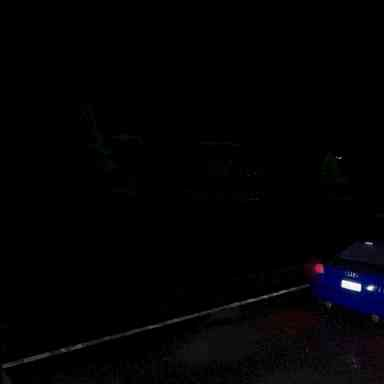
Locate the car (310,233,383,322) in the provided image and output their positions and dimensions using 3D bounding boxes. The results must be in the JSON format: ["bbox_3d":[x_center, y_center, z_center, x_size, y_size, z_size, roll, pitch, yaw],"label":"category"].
[{"bbox_3d":[4.338,1.564,6.837,4.181,1.385,1.994,0,0,-36],"label":"car"}]

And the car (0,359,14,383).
[{"bbox_3d":[-3.339,1.601,1.368,4.718,1.301,1.895,0,0,-35],"label":"car"}]
